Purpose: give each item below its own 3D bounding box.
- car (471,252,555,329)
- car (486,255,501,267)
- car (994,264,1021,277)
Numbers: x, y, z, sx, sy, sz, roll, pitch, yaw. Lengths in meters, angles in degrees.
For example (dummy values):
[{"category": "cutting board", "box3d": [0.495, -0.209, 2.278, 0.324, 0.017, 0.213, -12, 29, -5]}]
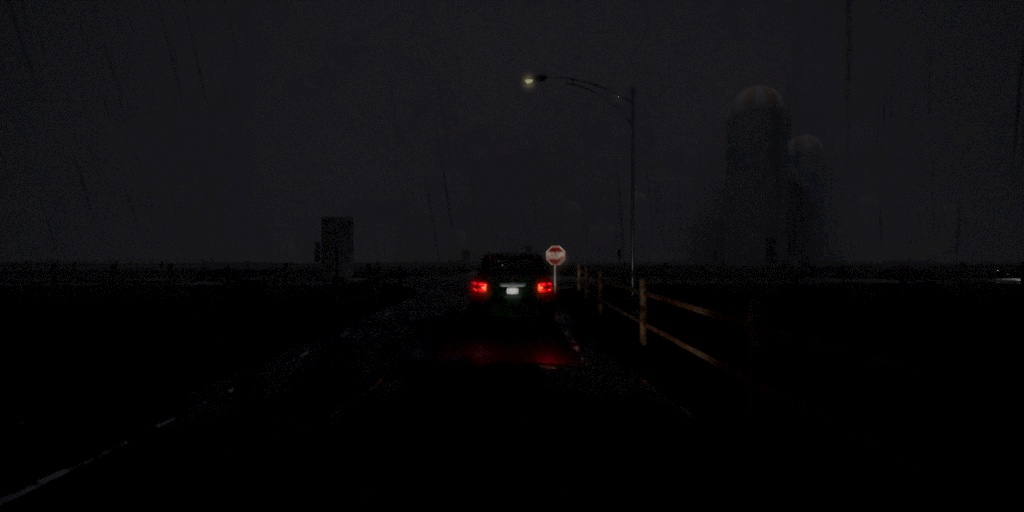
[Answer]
[{"category": "car", "box3d": [0.037, 0.899, 11.111, 2.150, 2.045, 5.566, 0, 0, 0]}, {"category": "car", "box3d": [-2.803, 0.769, 56.458, 2.097, 1.767, 4.553, 0, 0, 0]}, {"category": "car", "box3d": [41.622, 1.033, 28.152, 5.357, 1.411, 2.033, 0, 1, 1]}]
